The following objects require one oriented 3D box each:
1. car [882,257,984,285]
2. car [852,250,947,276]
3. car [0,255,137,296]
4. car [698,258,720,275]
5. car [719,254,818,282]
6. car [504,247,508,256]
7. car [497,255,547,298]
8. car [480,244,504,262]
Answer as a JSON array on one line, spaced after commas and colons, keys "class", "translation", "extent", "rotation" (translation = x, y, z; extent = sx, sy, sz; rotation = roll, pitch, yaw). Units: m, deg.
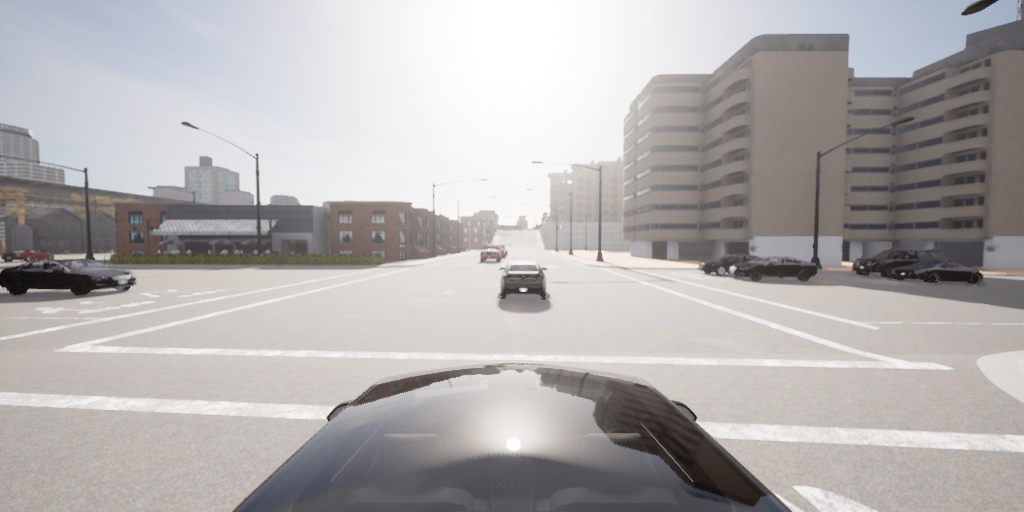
[{"class": "car", "translation": [26.446, 0.986, 22.423], "extent": [4.181, 1.385, 1.994], "rotation": [1, 2, 0]}, {"class": "car", "translation": [28.056, 0.547, 25.900], "extent": [5.566, 2.045, 2.150], "rotation": [1, 2, 0]}, {"class": "car", "translation": [-19.657, 0.887, 15.988], "extent": [4.902, 1.511, 2.128], "rotation": [0, 2, 3]}, {"class": "car", "translation": [16.128, 0.628, 25.958], "extent": [4.892, 1.490, 1.837], "rotation": [1, 2, 0]}, {"class": "car", "translation": [16.248, 0.750, 22.458], "extent": [4.902, 1.511, 2.128], "rotation": [1, 2, 0]}, {"class": "car", "translation": [-2.104, -0.767, 52.541], "extent": [2.150, 2.045, 5.566], "rotation": [0, 2, 3]}, {"class": "car", "translation": [0.496, 0.930, 15.954], "extent": [1.837, 1.490, 4.892], "rotation": [0, 2, 1]}, {"class": "car", "translation": [-2.446, -0.382, 42.326], "extent": [2.150, 2.045, 5.566], "rotation": [0, 2, 2]}]
